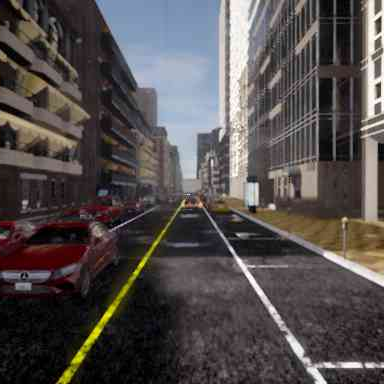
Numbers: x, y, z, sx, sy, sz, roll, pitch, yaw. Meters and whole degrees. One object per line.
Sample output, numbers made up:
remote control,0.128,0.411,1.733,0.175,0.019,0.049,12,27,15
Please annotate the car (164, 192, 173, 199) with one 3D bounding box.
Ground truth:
car,-5.771,0.929,83.331,1.967,1.590,4.097,0,0,0

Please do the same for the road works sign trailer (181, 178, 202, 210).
road works sign trailer,-0.037,0.218,38.301,2.380,3.560,2.880,0,0,0

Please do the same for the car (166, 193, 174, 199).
car,-5.776,1.039,88.980,1.802,1.307,4.206,0,0,0

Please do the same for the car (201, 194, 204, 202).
car,2.647,1.270,43.801,2.008,1.369,4.403,0,0,0

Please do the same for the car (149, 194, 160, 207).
car,-5.734,1.270,43.792,2.008,1.369,4.403,0,0,0

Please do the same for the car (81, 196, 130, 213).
car,-5.713,1.177,21.197,2.192,1.841,5.009,0,0,0

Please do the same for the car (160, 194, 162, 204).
car,-5.745,1.216,55.090,1.947,1.339,4.313,0,0,0

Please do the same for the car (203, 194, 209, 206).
car,2.653,1.195,38.151,1.967,1.590,4.097,0,0,0

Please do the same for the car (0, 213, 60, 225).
car,-5.701,1.515,9.902,1.802,1.307,4.206,0,0,0

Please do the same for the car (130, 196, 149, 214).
car,-5.723,1.230,32.496,1.967,1.590,4.097,0,0,0

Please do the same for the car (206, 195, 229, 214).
car,2.658,1.314,32.674,1.752,1.417,4.829,0,0,0

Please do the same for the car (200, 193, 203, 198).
car,2.637,1.217,55.098,1.947,1.339,4.313,0,0,0

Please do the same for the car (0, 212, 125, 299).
car,-3.109,1.468,8.457,1.812,1.442,4.674,0,0,0

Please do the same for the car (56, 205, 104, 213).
car,-5.707,1.479,15.551,1.802,1.307,4.206,0,0,0

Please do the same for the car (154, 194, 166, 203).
car,-5.750,1.143,60.568,1.752,1.417,4.829,0,0,0

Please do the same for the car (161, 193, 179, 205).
car,-3.127,1.162,51.703,2.128,1.511,4.902,0,0,0

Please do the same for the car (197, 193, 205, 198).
car,2.598,0.977,94.637,2.008,1.369,4.403,0,0,0
